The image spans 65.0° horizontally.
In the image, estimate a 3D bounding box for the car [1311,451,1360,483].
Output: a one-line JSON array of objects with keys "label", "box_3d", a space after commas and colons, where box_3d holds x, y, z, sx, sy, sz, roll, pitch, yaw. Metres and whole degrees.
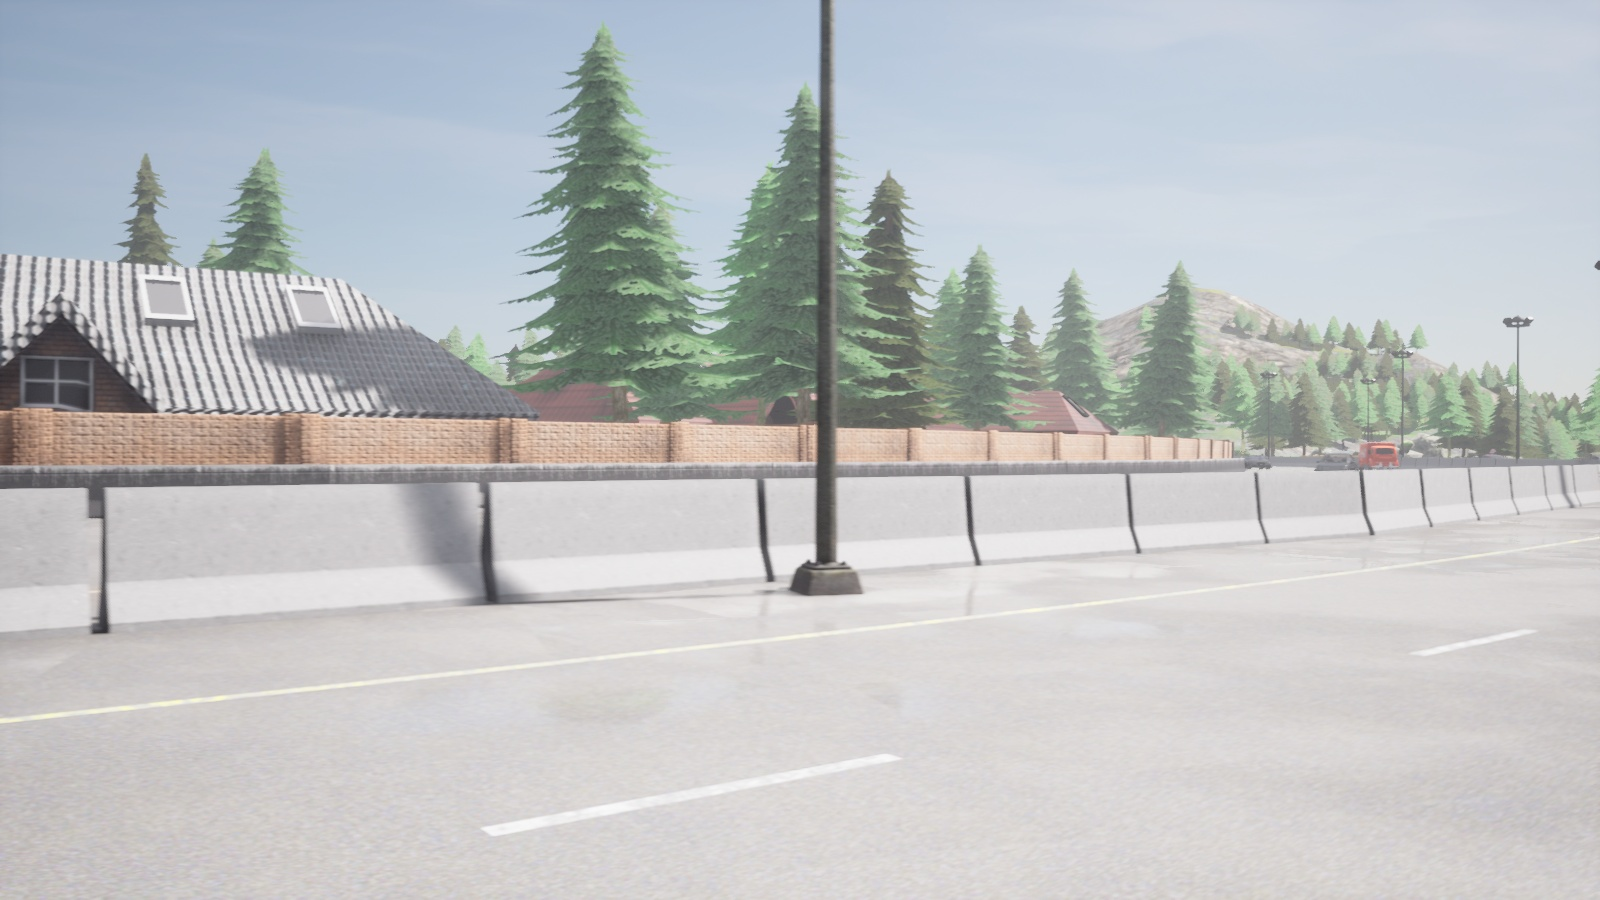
[{"label": "car", "box_3d": [27.154, 0.824, 63.667, 1.789, 1.549, 3.705, 0, 0, 31]}]
